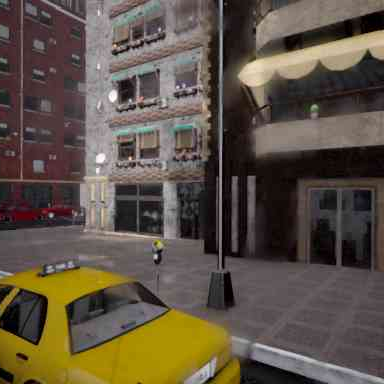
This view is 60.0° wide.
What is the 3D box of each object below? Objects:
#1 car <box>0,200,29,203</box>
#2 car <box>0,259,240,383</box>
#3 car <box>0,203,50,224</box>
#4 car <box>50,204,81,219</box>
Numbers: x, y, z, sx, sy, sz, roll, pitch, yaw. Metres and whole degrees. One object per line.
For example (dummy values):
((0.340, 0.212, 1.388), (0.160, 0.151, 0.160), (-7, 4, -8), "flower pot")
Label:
((-16.808, 1.594, 29.378), (2.192, 1.841, 5.009), (-1, -2, 35), "car")
((-1.807, 1.525, 4.146), (4.829, 1.417, 1.752), (0, 0, 35), "car")
((-14.654, 1.854, 27.912), (1.994, 1.385, 4.181), (0, -1, 35), "car")
((-13.532, 1.927, 34.031), (1.887, 1.381, 4.507), (-1, -2, 35), "car")
